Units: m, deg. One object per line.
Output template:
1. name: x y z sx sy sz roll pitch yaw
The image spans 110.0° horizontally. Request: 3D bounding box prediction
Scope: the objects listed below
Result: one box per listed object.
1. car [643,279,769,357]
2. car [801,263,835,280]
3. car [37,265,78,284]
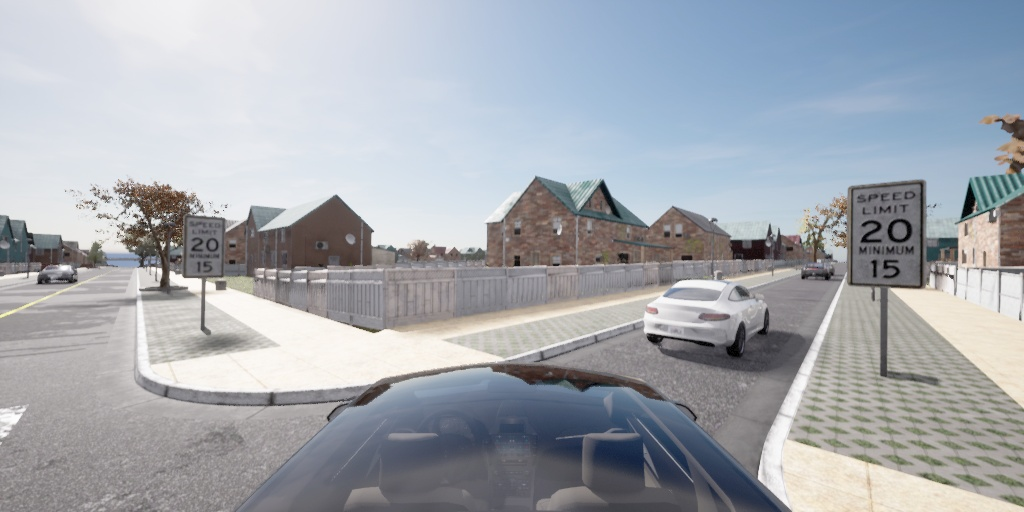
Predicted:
1. car: 4.776 1.284 8.631 1.812 1.442 4.674 0 0 44
2. car: 27.213 1.332 32.061 2.128 1.511 4.902 0 0 44
3. car: -38.664 1.553 30.608 4.902 1.511 2.128 -1 -1 44
